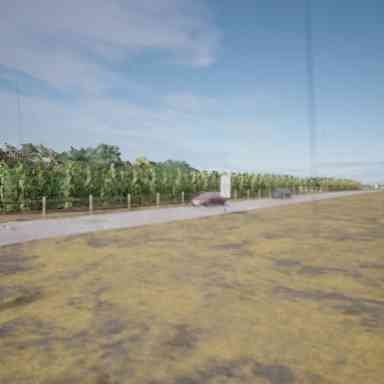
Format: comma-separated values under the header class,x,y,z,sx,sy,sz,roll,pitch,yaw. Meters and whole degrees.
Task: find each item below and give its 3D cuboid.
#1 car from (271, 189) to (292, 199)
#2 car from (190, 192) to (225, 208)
class,x,y,z,sx,sy,sz,roll,pitch,yaw
car,13.576,0.298,50.101,1.837,1.490,4.892,2,2,36
car,1.737,0.751,33.776,1.812,1.442,4.674,2,3,36
